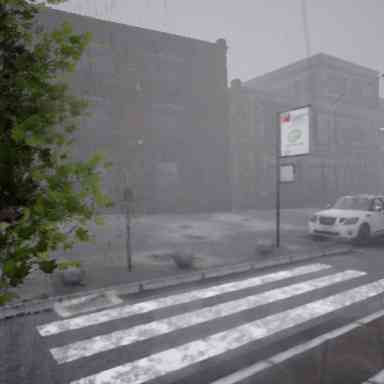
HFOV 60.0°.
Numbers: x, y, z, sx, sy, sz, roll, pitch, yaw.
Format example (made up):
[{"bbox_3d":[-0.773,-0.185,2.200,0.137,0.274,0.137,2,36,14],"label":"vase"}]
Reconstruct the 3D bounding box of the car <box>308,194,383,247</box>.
[{"bbox_3d":[7.674,1.136,15.064,5.566,2.045,2.435,0,0,-35],"label":"car"}]
